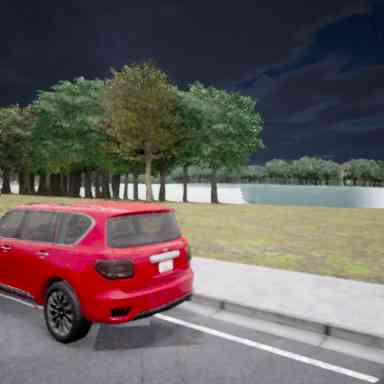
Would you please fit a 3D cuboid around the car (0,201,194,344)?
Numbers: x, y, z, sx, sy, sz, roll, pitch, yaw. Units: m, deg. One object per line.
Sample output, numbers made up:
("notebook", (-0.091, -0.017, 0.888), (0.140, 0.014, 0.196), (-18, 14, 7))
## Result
("car", (-2.567, 1.196, 6.629), (5.566, 2.045, 2.150), (1, 0, 36))
